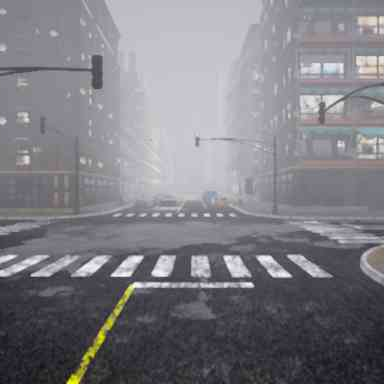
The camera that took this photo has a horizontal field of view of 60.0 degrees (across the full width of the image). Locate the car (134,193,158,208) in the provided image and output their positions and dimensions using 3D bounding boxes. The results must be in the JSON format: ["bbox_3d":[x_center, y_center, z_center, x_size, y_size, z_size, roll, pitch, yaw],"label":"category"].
[{"bbox_3d":[-5.316,0.971,36.700,2.008,1.369,4.403,1,1,0],"label":"car"}]

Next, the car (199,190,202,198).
[{"bbox_3d":[2.752,0.482,53.700,2.192,1.841,5.009,1,1,0],"label":"car"}]

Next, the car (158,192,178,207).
[{"bbox_3d":[-2.627,0.973,37.636,1.994,1.385,4.181,0,1,0],"label":"car"}]

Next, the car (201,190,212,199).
[{"bbox_3d":[2.787,0.438,65.013,1.967,1.590,4.097,1,1,0],"label":"car"}]

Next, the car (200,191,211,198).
[{"bbox_3d":[2.805,0.466,70.670,2.008,1.369,4.403,1,1,0],"label":"car"}]

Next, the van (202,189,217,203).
[{"bbox_3d":[2.766,0.592,48.047,1.690,1.788,3.998,1,1,0],"label":"van"}]

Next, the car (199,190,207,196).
[{"bbox_3d":[2.860,0.216,87.636,1.887,1.381,4.507,1,1,0],"label":"car"}]

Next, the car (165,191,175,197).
[{"bbox_3d":[-5.057,0.382,76.300,2.008,1.369,4.403,1,1,0],"label":"car"}]

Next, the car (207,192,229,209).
[{"bbox_3d":[2.816,0.986,34.218,1.752,1.417,4.829,1,1,0],"label":"car"}]
